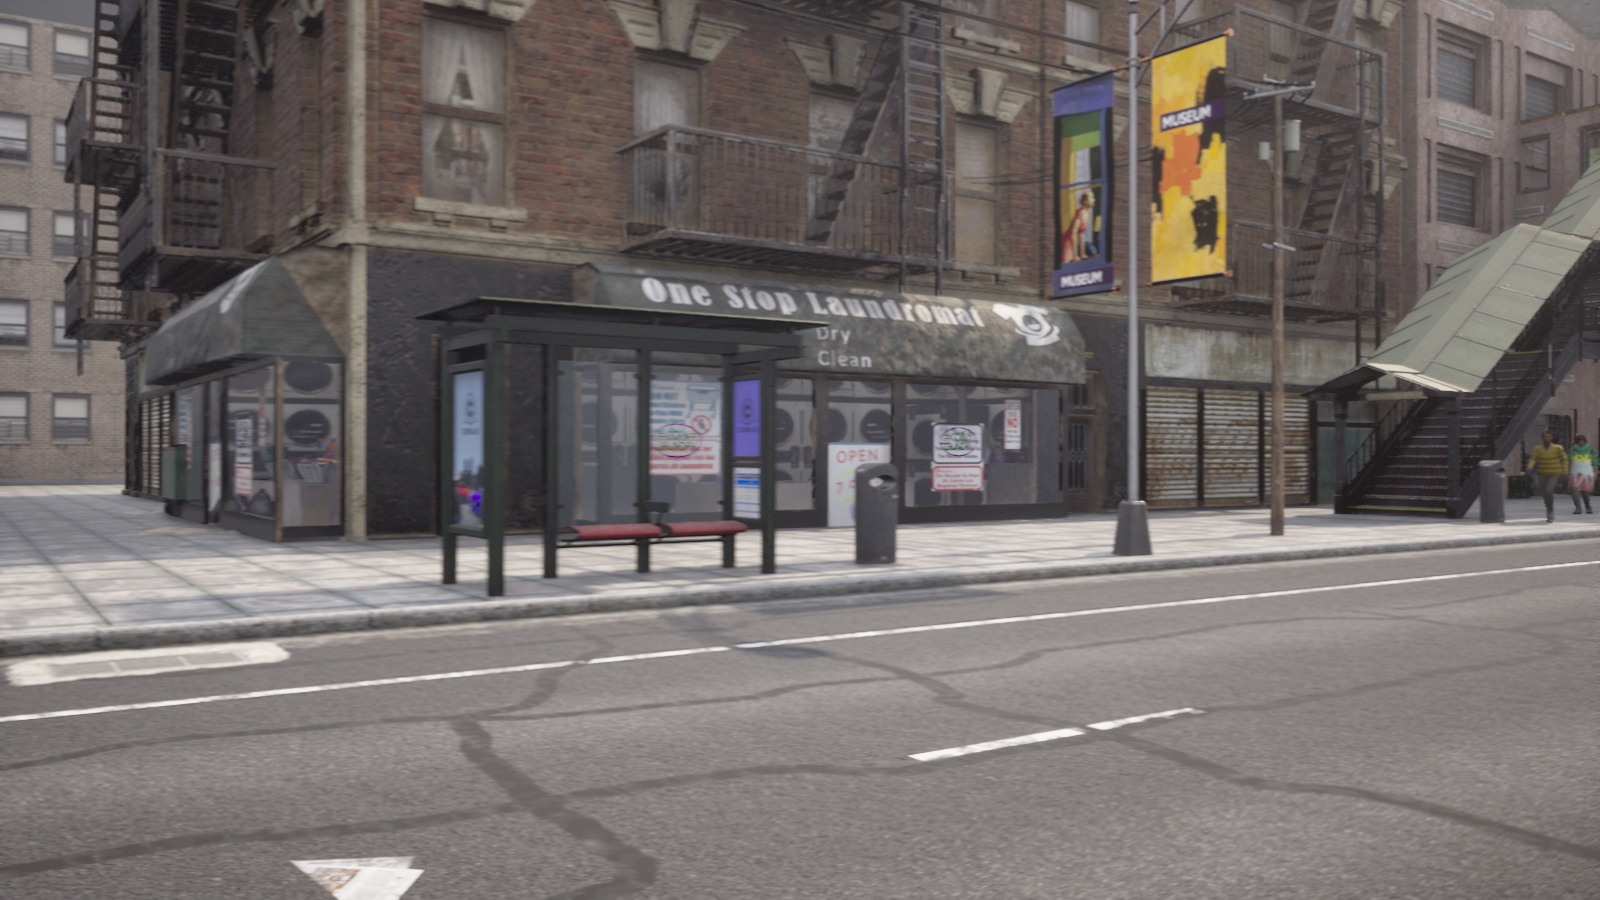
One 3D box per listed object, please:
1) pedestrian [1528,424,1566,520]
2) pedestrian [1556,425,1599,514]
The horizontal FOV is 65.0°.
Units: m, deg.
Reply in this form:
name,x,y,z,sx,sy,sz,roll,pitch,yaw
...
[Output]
name,x,y,z,sx,sy,sz,roll,pitch,yaw
pedestrian,14.537,0.429,24.442,0.709,1.840,0.431,0,0,-42
pedestrian,17.519,0.432,28.189,0.873,1.952,0.659,0,0,-38
